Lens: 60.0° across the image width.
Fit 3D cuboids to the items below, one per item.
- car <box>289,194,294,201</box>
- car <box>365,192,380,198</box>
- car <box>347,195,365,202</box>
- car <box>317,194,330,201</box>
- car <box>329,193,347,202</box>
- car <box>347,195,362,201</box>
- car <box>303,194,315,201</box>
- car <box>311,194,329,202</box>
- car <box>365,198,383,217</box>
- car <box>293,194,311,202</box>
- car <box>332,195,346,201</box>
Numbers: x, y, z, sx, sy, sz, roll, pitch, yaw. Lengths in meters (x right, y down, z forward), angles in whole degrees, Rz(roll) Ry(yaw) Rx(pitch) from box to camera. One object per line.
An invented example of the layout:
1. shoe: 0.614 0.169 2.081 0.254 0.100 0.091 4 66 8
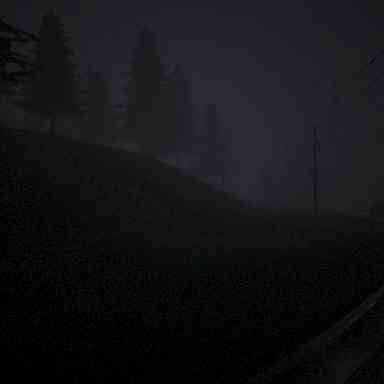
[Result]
1. car: 25.514 1.260 82.775 2.097 1.767 4.553 0 0 8
2. car: 37.880 1.103 70.514 2.150 2.045 5.566 0 0 8
3. car: 34.415 1.443 70.986 2.033 1.411 5.357 0 0 8
4. car: 32.506 1.355 82.211 1.837 1.490 4.892 0 0 8
5. car: 31.073 1.154 72.344 2.150 2.045 5.566 0 0 8
6. car: 39.379 1.400 80.823 1.895 1.301 4.718 0 0 8
7. car: 29.043 1.358 82.714 1.882 1.535 5.008 0 0 8
8. car: 27.543 1.500 72.371 2.033 1.411 5.357 0 0 8
9. car: 17.807 1.506 30.448 1.994 1.385 4.181 0 0 11
10. car: 24.024 1.477 72.494 1.837 1.490 4.892 0 0 8
11. car: 35.910 1.382 81.296 1.994 1.385 4.181 0 0 8
